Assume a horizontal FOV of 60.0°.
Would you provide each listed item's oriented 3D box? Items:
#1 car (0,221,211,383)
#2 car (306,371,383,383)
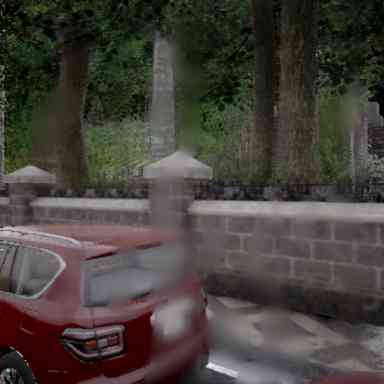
[{"bbox_3d":[-2.116,1.326,4.471,5.009,1.841,2.192,0,0,36],"label":"car"},{"bbox_3d":[2.383,1.578,1.261,4.206,1.307,1.802,0,0,36],"label":"car"}]
